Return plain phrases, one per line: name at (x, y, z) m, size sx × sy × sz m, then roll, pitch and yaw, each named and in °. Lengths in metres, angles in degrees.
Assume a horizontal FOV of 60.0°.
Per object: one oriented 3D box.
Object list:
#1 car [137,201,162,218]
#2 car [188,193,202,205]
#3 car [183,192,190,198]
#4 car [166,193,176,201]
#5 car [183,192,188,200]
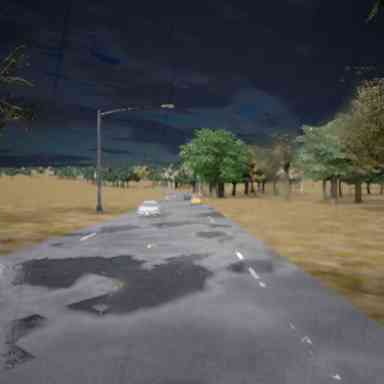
car at (-3.779, 1.531, 30.123) m, size 1.812 × 1.442 × 4.674 m, roll 0°, pitch 0°, yaw -1°
car at (0.660, 1.294, 55.600) m, size 1.801 × 1.575 × 5.366 m, roll 0°, pitch 0°, yaw -1°
car at (-1.574, 0.839, 94.692) m, size 1.812 × 1.442 × 4.674 m, roll 0°, pitch 1°, yaw -2°
car at (-4.424, 1.030, 71.581) m, size 2.097 × 1.767 × 4.553 m, roll 0°, pitch 1°, yaw -1°
car at (-0.978, 1.105, 74.186) m, size 2.033 × 1.411 × 5.357 m, roll 0°, pitch 1°, yaw -2°
